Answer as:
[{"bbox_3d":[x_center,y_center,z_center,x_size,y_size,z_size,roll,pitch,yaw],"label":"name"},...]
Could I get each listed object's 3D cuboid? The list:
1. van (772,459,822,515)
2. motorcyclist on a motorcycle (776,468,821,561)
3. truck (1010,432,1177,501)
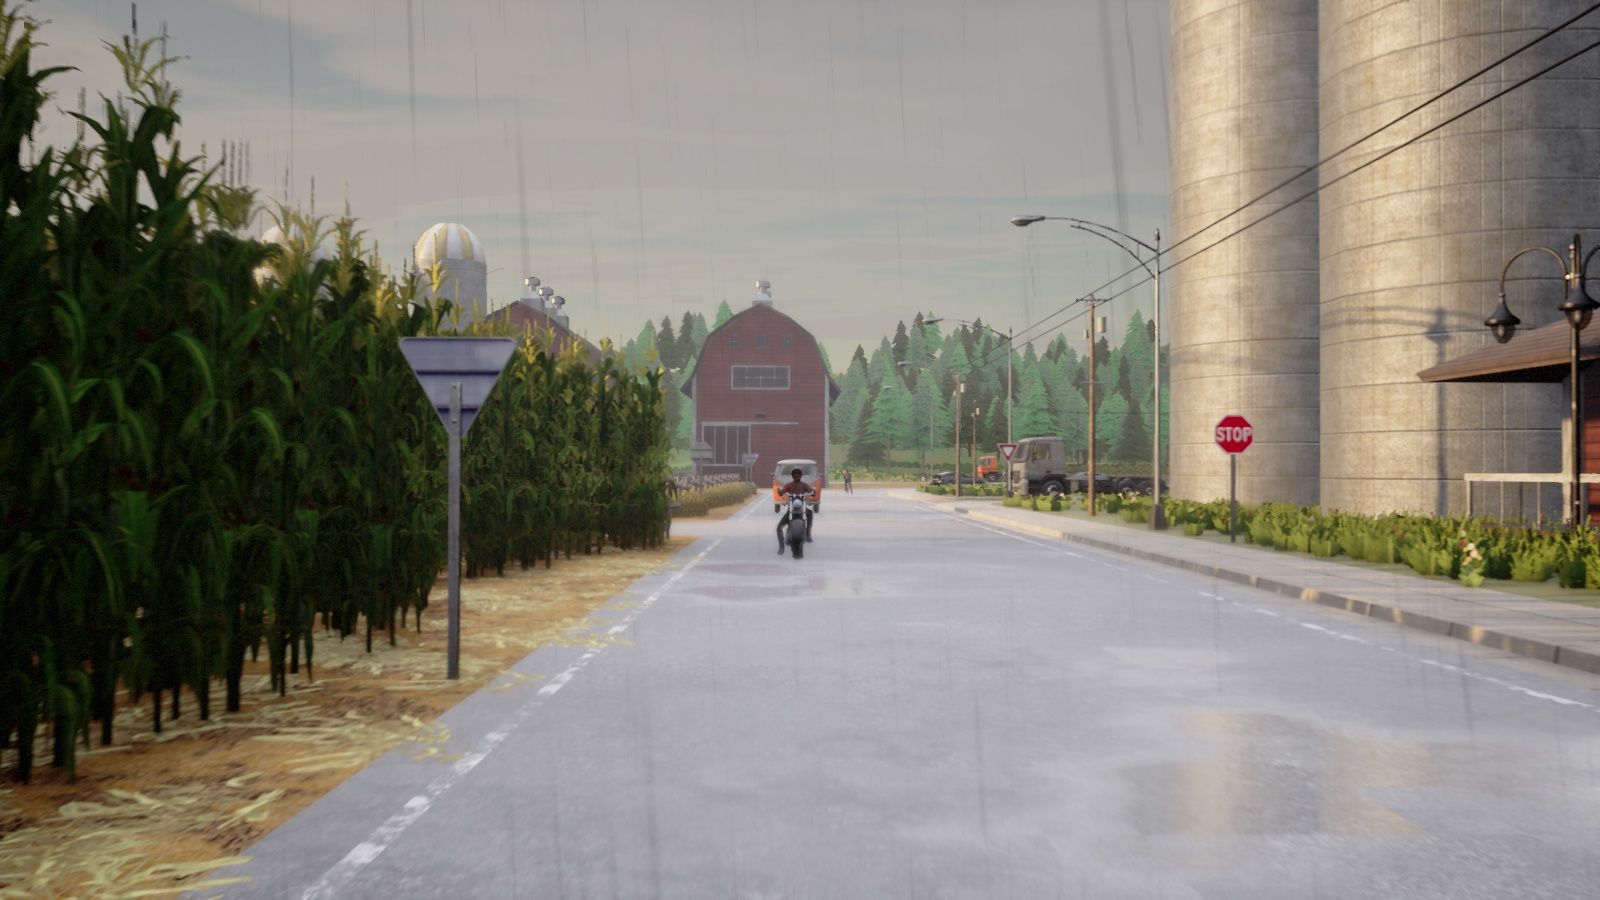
[{"bbox_3d":[-0.102,1.354,47.253,1.775,1.987,4.442,0,-1,0],"label":"van"},{"bbox_3d":[-0.048,1.155,23.338,0.766,1.649,2.350,0,-1,-1],"label":"motorcyclist on a motorcycle"},{"bbox_3d":[15.150,0.859,65.171,7.936,3.462,2.891,0,-1,-1],"label":"truck"}]
